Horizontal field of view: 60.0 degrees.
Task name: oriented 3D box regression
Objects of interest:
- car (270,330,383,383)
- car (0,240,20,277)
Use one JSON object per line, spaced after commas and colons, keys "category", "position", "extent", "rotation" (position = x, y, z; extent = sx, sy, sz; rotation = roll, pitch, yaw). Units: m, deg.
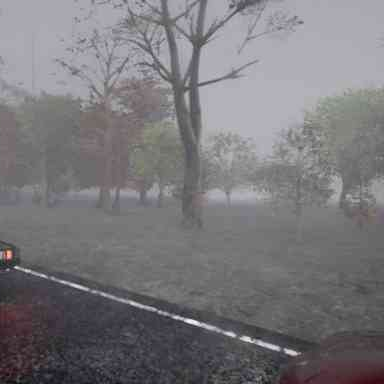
{"category": "car", "position": [2.717, 1.527, 1.604], "extent": [4.792, 1.488, 2.163], "rotation": [1, 1, 36]}
{"category": "car", "position": [-6.212, 1.337, 8.020], "extent": [4.718, 1.301, 1.895], "rotation": [2, 1, 36]}
